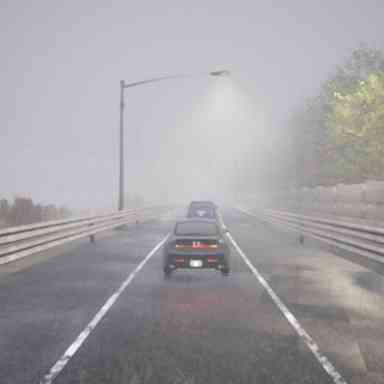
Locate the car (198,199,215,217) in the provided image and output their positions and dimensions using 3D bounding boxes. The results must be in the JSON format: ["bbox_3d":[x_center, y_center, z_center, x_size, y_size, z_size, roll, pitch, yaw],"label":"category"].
[{"bbox_3d":[1.959,1.981,43.147,2.150,2.045,5.566,0,-1,4],"label":"car"}]

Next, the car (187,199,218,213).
[{"bbox_3d":[0.766,1.610,24.733,2.150,2.045,5.566,0,-1,3],"label":"car"}]

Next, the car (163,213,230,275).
[{"bbox_3d":[0.158,1.609,10.783,1.837,1.490,4.892,0,-2,1],"label":"car"}]
